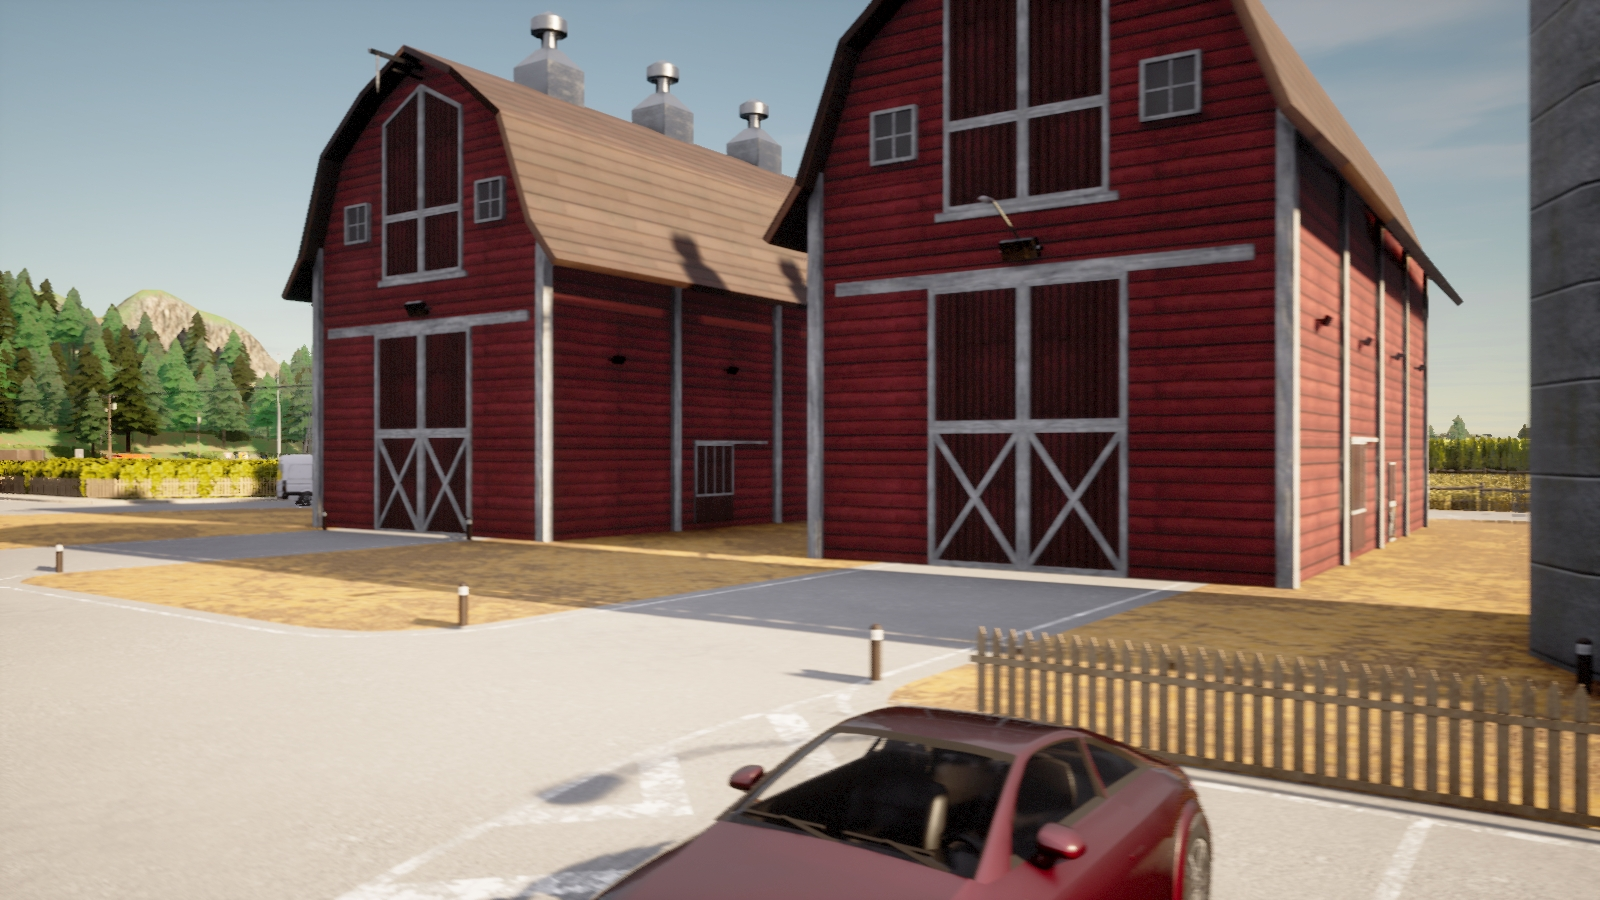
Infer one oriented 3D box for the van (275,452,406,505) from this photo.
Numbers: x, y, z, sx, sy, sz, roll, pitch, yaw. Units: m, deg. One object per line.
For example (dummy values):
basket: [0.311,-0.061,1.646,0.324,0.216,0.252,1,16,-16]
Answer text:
van: [-23.462,1.406,58.440,5.915,2.561,1.988,0,0,-32]
